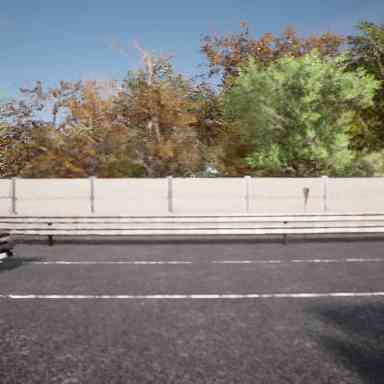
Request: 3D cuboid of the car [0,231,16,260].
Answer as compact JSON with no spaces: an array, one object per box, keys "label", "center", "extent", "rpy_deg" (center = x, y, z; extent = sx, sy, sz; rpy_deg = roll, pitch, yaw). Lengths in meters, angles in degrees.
[{"label":"car","center":[-7.604,1.563,9.379],"extent":[4.902,1.511,2.128],"rpy_deg":[0,0,6]}]
